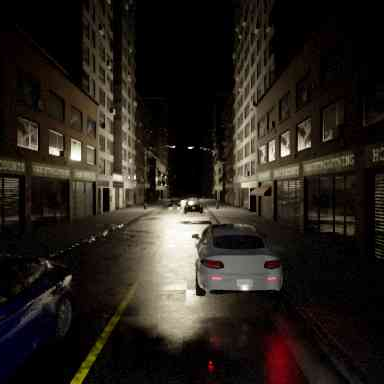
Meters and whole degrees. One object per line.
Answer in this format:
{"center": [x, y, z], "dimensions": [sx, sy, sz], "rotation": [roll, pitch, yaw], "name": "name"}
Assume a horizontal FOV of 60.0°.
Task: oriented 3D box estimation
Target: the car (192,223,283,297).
{"center": [0.988, 1.527, 8.491], "dimensions": [1.812, 1.442, 4.674], "rotation": [0, 0, 0], "name": "car"}

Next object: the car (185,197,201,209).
{"center": [0.151, 1.523, 45.708], "dimensions": [2.128, 1.511, 4.902], "rotation": [0, 0, 0], "name": "car"}

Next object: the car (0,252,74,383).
{"center": [-2.840, 1.525, 3.795], "dimensions": [1.812, 1.442, 4.674], "rotation": [0, 0, 0], "name": "car"}

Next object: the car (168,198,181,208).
{"center": [-2.595, 1.586, 50.654], "dimensions": [2.033, 1.411, 5.357], "rotation": [0, 0, 0], "name": "car"}

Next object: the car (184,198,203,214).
{"center": [0.171, 1.582, 35.738], "dimensions": [1.994, 1.385, 4.181], "rotation": [0, 0, 1], "name": "car"}
